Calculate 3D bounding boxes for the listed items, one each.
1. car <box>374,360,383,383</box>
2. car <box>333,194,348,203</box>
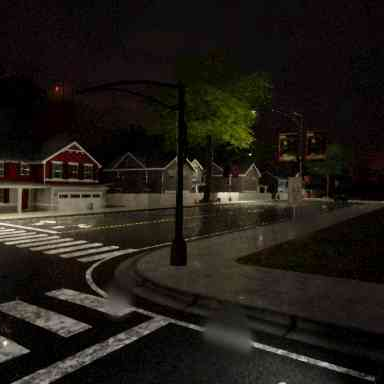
[{"bbox_3d":[3.380,1.505,1.268,4.892,1.490,1.837,0,0,36],"label":"car"},{"bbox_3d":[28.057,1.205,62.697,2.128,1.511,4.902,1,0,36],"label":"car"}]
